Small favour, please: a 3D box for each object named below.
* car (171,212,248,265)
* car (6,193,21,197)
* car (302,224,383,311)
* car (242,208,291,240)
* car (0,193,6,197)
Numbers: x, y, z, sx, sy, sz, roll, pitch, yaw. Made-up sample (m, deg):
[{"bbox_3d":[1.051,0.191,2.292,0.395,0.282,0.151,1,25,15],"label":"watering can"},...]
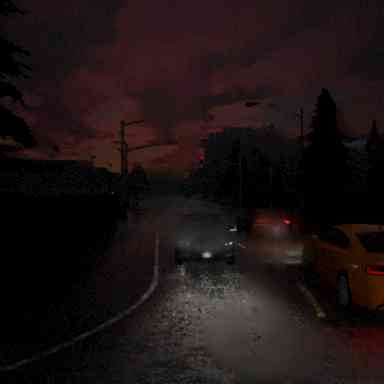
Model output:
[{"bbox_3d":[0.333,1.490,11.722,2.128,1.511,4.902,0,0,-2],"label":"car"},{"bbox_3d":[-38.251,1.092,72.989,1.932,1.855,4.605,0,0,-5],"label":"car"},{"bbox_3d":[3.999,1.476,7.745,1.882,1.535,5.008,0,0,6],"label":"car"},{"bbox_3d":[3.560,1.523,17.061,1.812,1.442,4.674,0,0,-5],"label":"car"},{"bbox_3d":[-41.109,1.072,72.320,1.905,1.878,3.866,0,0,-5],"label":"car"}]
